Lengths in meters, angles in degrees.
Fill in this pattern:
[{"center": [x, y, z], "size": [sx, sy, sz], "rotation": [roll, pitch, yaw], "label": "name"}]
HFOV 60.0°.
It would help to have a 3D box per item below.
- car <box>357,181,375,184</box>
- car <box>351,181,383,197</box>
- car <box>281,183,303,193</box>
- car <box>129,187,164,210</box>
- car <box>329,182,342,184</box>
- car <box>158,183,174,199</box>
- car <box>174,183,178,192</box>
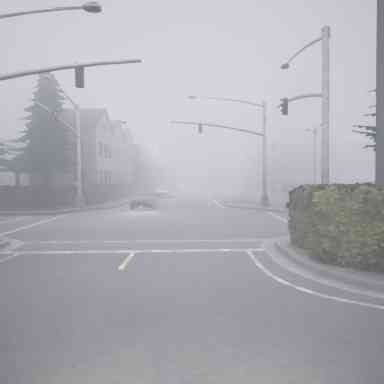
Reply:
[{"center": [19.015, -0.182, 34.254], "size": [1.905, 1.878, 3.866], "rotation": [-1, 2, 0], "label": "car"}, {"center": [22.259, -0.469, 42.135], "size": [1.932, 1.855, 4.605], "rotation": [-1, 2, 0], "label": "car"}, {"center": [15.266, -0.542, 52.112], "size": [2.007, 1.523, 4.514], "rotation": [-1, 2, 0], "label": "car"}, {"center": [-3.686, 0.602, 26.522], "size": [2.033, 1.411, 5.357], "rotation": [-1, 2, 0], "label": "car"}, {"center": [25.304, -1.048, 59.525], "size": [2.152, 1.636, 5.027], "rotation": [-1, 2, 0], "label": "car"}, {"center": [-3.727, -0.006, 42.018], "size": [1.882, 1.535, 5.008], "rotation": [-1, 2, 0], "label": "car"}, {"center": [-3.688, -0.876, 63.353], "size": [2.097, 1.767, 4.553], "rotation": [-1, 2, 0], "label": "car"}]
